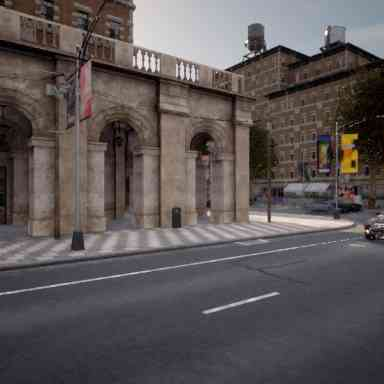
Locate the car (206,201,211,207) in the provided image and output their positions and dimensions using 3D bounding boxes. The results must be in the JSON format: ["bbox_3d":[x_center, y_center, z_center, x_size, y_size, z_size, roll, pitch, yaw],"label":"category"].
[{"bbox_3d":[1.151,1.595,46.040,1.895,1.301,4.718,0,0,-36],"label":"car"}]

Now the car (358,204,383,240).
[{"bbox_3d":[10.008,1.352,15.698,4.553,1.767,2.097,0,0,-40],"label":"car"}]

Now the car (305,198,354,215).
[{"bbox_3d":[13.726,1.563,33.936,1.994,1.385,4.181,0,0,-36],"label":"car"}]

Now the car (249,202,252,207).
[{"bbox_3d":[6.878,1.563,49.468,1.994,1.385,4.181,0,0,-36],"label":"car"}]

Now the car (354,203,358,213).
[{"bbox_3d":[16.084,1.478,36.653,1.882,1.535,5.008,0,0,-36],"label":"car"}]
